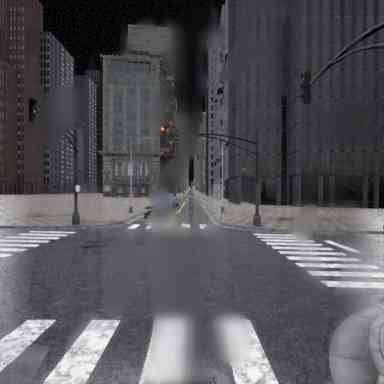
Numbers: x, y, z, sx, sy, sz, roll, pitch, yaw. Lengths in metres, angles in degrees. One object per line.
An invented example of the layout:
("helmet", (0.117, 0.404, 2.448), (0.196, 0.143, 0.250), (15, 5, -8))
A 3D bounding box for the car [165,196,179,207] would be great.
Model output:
("car", (-3.097, 1.475, 51.665), (1.882, 1.535, 5.008), (0, 0, 0))

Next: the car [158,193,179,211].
("car", (-3.107, 1.219, 40.297), (2.150, 2.045, 5.566), (0, 0, 0))

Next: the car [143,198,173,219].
("car", (-3.107, 1.546, 29.850), (2.033, 1.411, 5.357), (0, 0, 0))
